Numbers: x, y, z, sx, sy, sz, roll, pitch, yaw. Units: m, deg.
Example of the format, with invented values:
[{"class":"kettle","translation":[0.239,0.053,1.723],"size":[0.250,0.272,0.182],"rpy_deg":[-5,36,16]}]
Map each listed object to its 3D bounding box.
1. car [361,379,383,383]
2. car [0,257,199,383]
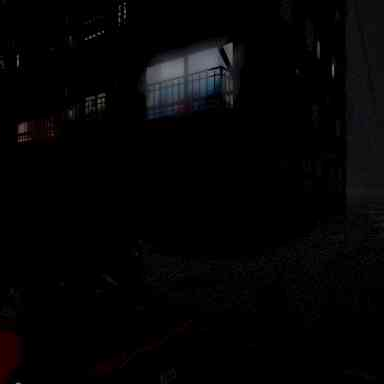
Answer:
[{"class":"car","translation":[2.555,1.566,1.052],"size":[4.313,1.339,1.947],"rpy_deg":[0,0,36]},{"class":"car","translation":[-2.032,1.545,4.327],"size":[4.507,1.381,1.887],"rpy_deg":[0,0,36]}]
